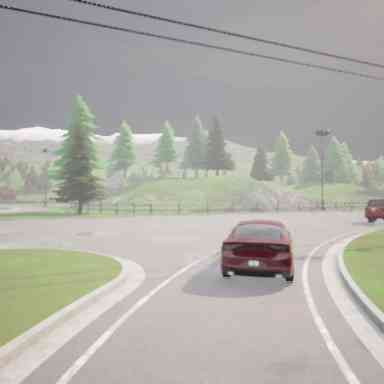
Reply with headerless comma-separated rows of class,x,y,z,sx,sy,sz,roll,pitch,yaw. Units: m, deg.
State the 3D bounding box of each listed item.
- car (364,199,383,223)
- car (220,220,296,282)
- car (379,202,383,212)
car,17.106,1.591,28.148,5.566,2.045,2.150,0,-1,-27
car,2.152,1.610,10.358,1.882,1.535,5.008,0,-1,16
car,30.572,2.183,50.174,4.674,1.442,1.812,0,-1,-26
